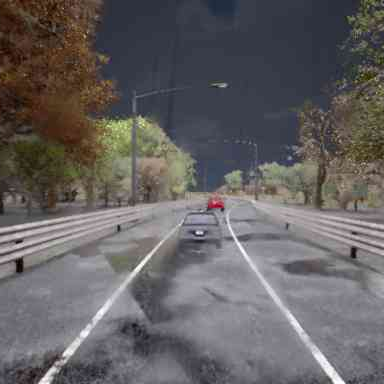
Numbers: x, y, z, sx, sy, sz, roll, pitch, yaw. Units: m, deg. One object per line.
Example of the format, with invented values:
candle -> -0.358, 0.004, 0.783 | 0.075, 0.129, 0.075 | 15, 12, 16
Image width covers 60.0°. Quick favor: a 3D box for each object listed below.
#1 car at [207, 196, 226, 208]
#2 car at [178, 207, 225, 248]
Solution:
car -> 3.311, 1.523, 45.285 | 2.150, 2.045, 5.566 | 0, 0, 8
car -> 0.430, 1.637, 15.381 | 2.033, 1.411, 5.357 | 0, 0, 3
